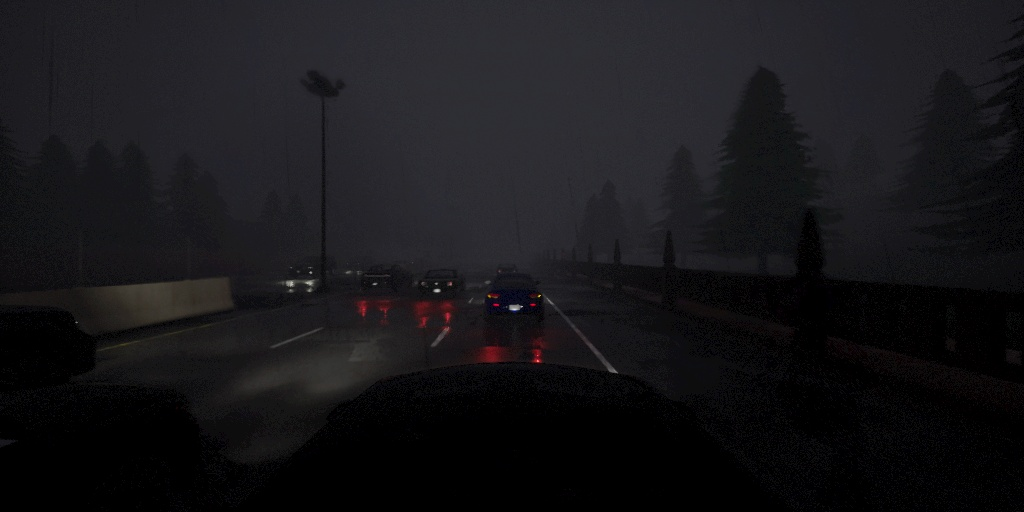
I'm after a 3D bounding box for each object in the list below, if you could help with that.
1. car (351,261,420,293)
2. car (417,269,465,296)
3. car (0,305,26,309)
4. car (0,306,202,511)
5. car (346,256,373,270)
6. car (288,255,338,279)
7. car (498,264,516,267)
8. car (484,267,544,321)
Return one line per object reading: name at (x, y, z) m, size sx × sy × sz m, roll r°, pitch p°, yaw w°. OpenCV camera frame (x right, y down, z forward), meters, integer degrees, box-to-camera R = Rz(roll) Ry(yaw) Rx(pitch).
car at (-7.162, 1.242, 20.973) m, size 2.128 × 1.511 × 4.902 m, roll 0°, pitch 0°, yaw -2°
car at (-3.605, 1.351, 19.185) m, size 1.895 × 1.301 × 4.718 m, roll 0°, pitch 0°, yaw -2°
car at (-6.899, 0.971, 2.565) m, size 2.150 × 2.045 × 5.566 m, roll 0°, pitch 0°, yaw 0°
car at (-3.399, 1.241, 0.853) m, size 2.128 × 1.511 × 4.902 m, roll 0°, pitch 0°, yaw 0°
car at (-22.104, 0.973, 52.319) m, size 2.150 × 2.045 × 5.566 m, roll 0°, pitch 0°, yaw -1°
car at (-18.190, 0.970, 33.172) m, size 2.150 × 2.045 × 5.566 m, roll 0°, pitch 0°, yaw -1°
car at (-0.478, 1.352, 32.873) m, size 1.895 × 1.301 × 4.718 m, roll 0°, pitch 0°, yaw -1°
car at (0.041, 1.276, 12.346) m, size 1.812 × 1.442 × 4.674 m, roll 0°, pitch 0°, yaw -1°
